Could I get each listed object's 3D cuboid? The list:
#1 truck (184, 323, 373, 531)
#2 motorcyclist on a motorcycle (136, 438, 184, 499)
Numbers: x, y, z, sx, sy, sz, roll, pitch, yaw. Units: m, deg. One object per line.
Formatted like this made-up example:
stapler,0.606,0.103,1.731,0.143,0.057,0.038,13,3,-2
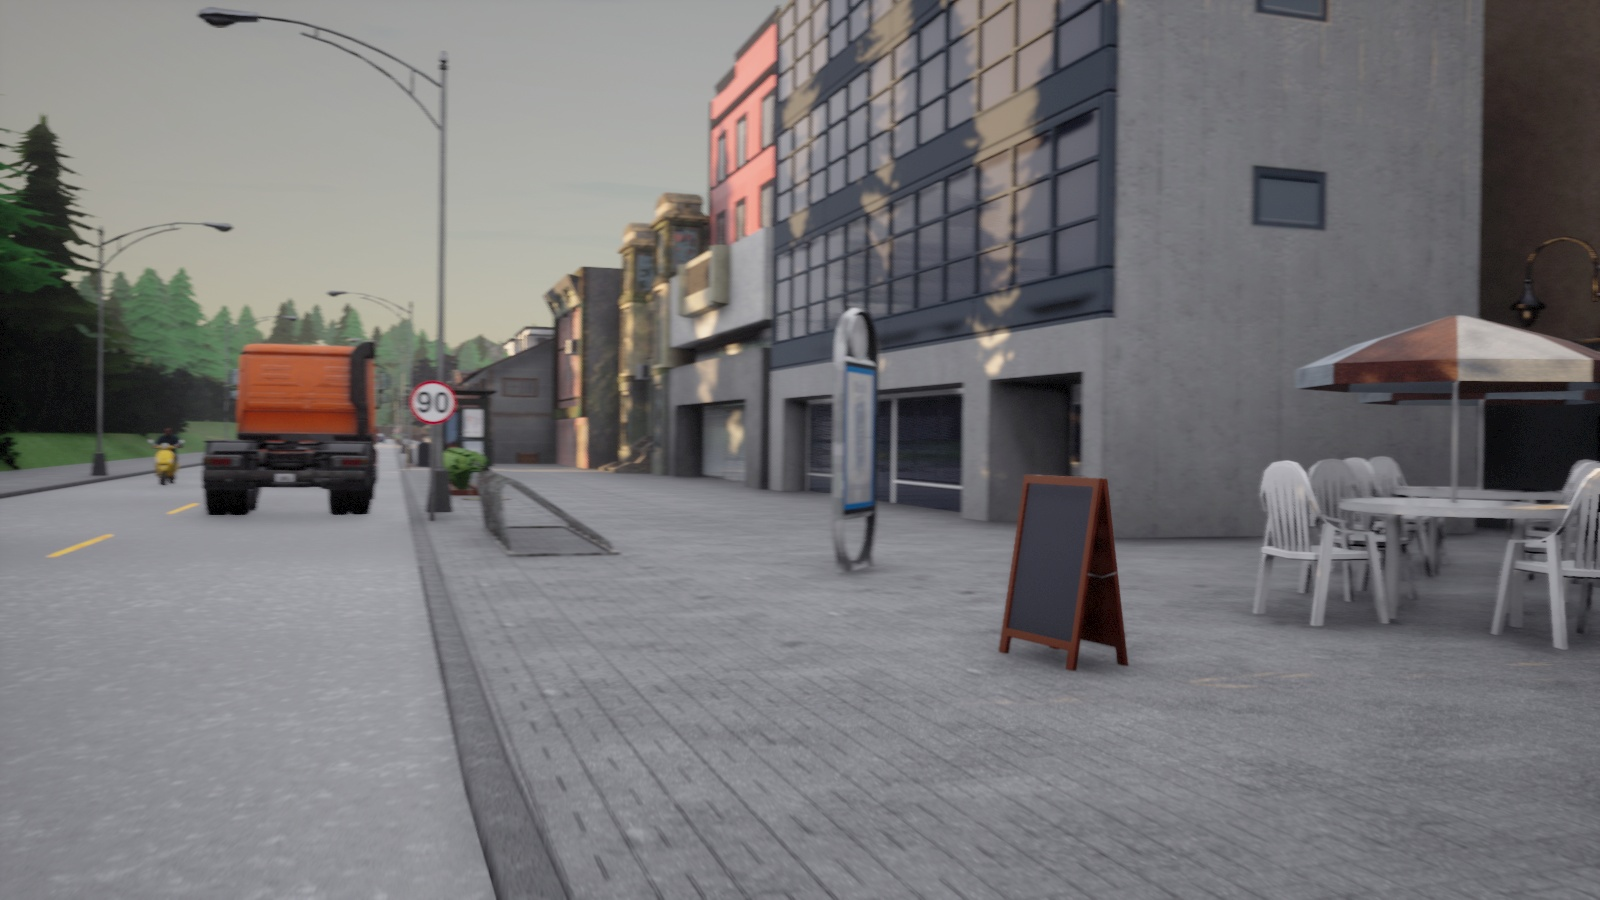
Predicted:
truck,-10.108,-0.424,25.118,2.891,3.462,7.936,0,1,-18
motorcyclist on a motorcycle,-17.140,0.472,33.651,0.866,1.590,1.817,0,0,-18
